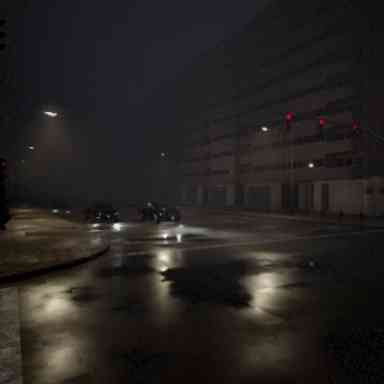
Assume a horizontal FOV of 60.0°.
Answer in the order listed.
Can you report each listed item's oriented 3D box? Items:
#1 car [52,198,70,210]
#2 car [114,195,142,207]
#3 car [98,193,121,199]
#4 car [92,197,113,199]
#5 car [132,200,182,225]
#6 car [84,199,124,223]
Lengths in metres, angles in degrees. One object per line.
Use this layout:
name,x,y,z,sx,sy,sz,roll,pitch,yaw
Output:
car,-18.109,1.559,45.797,1.882,1.535,5.008,0,0,-29
car,-10.442,1.654,53.855,2.033,1.411,5.357,0,0,-28
car,-15.437,1.352,62.748,2.150,2.045,5.566,0,0,-29
car,-11.657,1.635,41.340,1.994,1.385,4.181,0,0,-29
car,-2.486,1.518,24.811,2.128,1.511,4.902,0,0,-29
car,-7.197,1.534,26.084,1.837,1.490,4.892,0,0,-29
